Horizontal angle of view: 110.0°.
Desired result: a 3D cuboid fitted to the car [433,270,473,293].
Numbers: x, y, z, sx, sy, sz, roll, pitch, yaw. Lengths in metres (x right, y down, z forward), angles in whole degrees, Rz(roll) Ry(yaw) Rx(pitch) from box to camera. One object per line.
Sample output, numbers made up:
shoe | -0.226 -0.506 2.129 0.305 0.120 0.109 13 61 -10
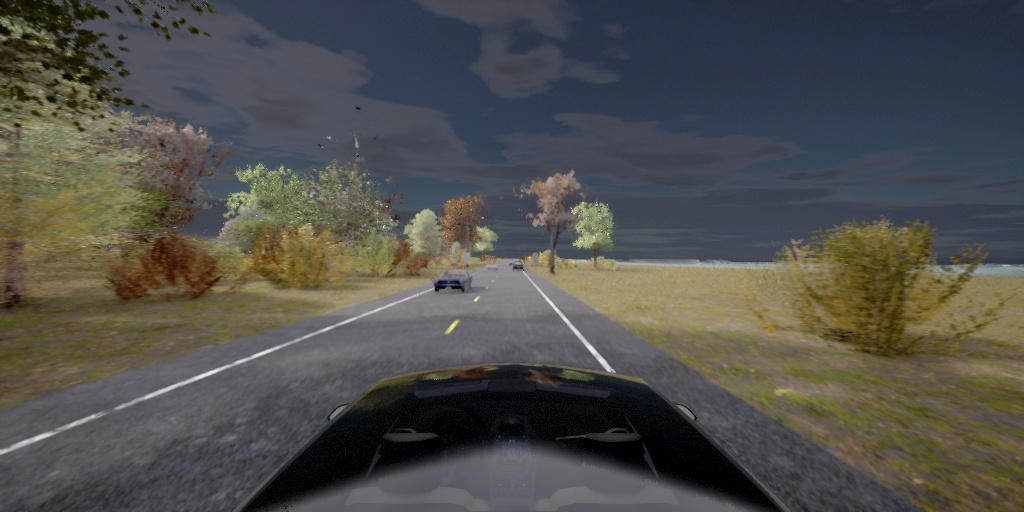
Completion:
car | -3.592 1.533 22.515 1.895 1.301 4.718 0 0 0

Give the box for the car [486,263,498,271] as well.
car | -3.496 1.876 63.386 1.895 1.301 4.718 0 0 0

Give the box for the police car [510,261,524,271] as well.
police car | 1.064 1.692 61.904 1.930 1.638 5.238 0 0 0
